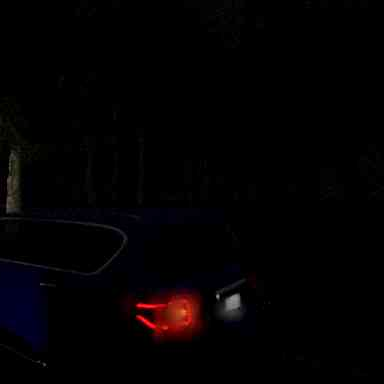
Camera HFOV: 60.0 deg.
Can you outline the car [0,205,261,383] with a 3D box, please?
[{"bbox_3d":[-1.761,1.221,4.942,5.566,2.045,2.150,0,0,36],"label":"car"}]
